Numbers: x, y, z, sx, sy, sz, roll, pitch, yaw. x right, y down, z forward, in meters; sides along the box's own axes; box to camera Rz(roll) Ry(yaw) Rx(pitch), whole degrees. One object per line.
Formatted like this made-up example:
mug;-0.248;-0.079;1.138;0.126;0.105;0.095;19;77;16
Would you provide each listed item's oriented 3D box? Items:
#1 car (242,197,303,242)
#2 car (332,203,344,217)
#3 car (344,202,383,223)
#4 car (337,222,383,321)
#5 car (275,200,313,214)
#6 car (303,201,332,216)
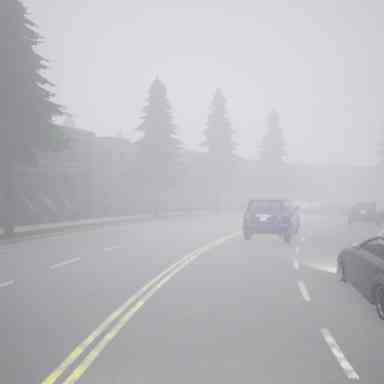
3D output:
car;4.154;1.283;17.018;2.150;2.045;5.566;0;0;23
car;16.520;1.745;33.067;5.357;1.411;2.033;1;0;-39
car;13.416;1.510;25.090;2.097;1.767;4.553;1;0;39
car;4.545;1.616;7.096;1.994;1.385;4.181;0;0;11
car;11.765;1.685;38.269;4.674;1.442;1.812;1;0;-38
car;13.767;1.700;35.424;4.674;1.442;1.812;1;0;-39
